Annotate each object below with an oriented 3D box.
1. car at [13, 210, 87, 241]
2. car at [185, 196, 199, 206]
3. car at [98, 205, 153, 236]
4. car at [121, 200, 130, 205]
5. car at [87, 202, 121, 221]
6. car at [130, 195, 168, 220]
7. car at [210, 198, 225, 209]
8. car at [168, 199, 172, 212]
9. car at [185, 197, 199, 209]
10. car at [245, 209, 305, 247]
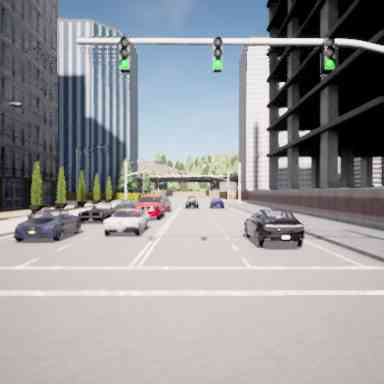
[{"bbox_3d":[-7.096,1.596,16.730,1.994,1.385,4.181,0,0,0],"label":"car"},{"bbox_3d":[0.001,1.528,55.828,2.128,1.511,4.902,0,0,0],"label":"car"},{"bbox_3d":[-3.596,1.633,18.851,1.895,1.301,4.718,0,0,0],"label":"car"},{"bbox_3d":[-7.018,1.582,36.119,2.033,1.411,5.357,0,0,0],"label":"car"},{"bbox_3d":[-7.085,1.634,25.491,1.895,1.301,4.718,0,0,0],"label":"car"},{"bbox_3d":[-3.574,1.255,28.626,2.150,2.045,5.566,0,0,0],"label":"car"},{"bbox_3d":[3.501,1.561,46.401,1.812,1.442,4.674,0,0,0],"label":"car"},{"bbox_3d":[-3.499,1.386,38.615,2.097,1.767,4.553,0,0,0],"label":"car"},{"bbox_3d":[0.025,1.636,46.561,1.895,1.301,4.718,0,0,0],"label":"car"},{"bbox_3d":[3.601,1.523,15.174,2.128,1.511,4.902,0,0,0],"label":"car"}]
